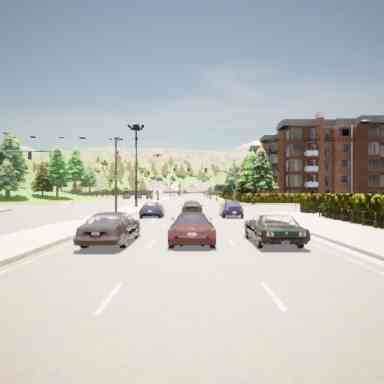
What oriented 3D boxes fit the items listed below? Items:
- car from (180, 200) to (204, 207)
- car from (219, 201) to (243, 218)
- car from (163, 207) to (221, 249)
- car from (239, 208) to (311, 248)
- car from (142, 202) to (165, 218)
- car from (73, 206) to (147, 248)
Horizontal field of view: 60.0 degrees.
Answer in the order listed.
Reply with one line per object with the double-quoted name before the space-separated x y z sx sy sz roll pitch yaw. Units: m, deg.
"car" -0.011 1.514 29.648 1.837 1.490 4.892 0 0 0
"car" 3.489 1.530 29.671 1.812 1.442 4.674 0 0 0
"car" 0.000 1.570 14.589 1.994 1.385 4.181 0 0 0
"car" 3.500 1.613 14.619 1.895 1.301 4.718 0 0 0
"car" -3.510 1.570 29.626 1.994 1.385 4.181 0 0 0
"car" -3.500 1.560 14.589 2.033 1.411 5.357 0 0 0
